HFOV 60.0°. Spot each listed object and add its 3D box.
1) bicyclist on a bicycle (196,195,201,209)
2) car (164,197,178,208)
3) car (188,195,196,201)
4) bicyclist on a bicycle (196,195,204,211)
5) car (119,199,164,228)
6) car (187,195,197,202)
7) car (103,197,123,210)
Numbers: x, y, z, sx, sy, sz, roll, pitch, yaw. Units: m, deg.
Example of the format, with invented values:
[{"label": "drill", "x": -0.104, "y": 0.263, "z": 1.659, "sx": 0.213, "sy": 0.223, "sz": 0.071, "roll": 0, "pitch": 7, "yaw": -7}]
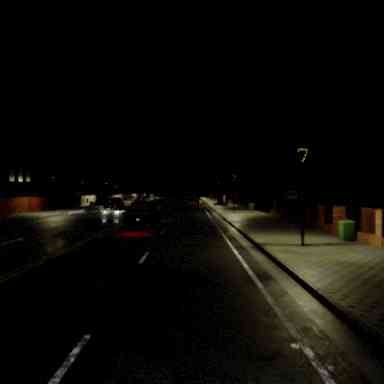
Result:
[{"label": "bicyclist on a bicycle", "x": 0.885, "y": 1.343, "z": 44.627, "sx": 0.659, "sy": 1.776, "sz": 1.843, "roll": 0, "pitch": 0, "yaw": 0}, {"label": "car", "x": -3.157, "y": 1.449, "z": 47.900, "sx": 1.882, "sy": 1.535, "sz": 5.008, "roll": 0, "pitch": 0, "yaw": 0}, {"label": "car", "x": -0.015, "y": 1.488, "z": 83.538, "sx": 1.812, "sy": 1.442, "sz": 4.674, "roll": 0, "pitch": 0, "yaw": 0}, {"label": "bicyclist on a bicycle", "x": 0.879, "y": 1.411, "z": 36.350, "sx": 0.866, "sy": 1.612, "sz": 1.509, "roll": 0, "pitch": -1, "yaw": 0}, {"label": "car", "x": -3.153, "y": 1.454, "z": 21.762, "sx": 1.882, "sy": 1.535, "sz": 5.008, "roll": 0, "pitch": 0, "yaw": 0}, {"label": "car", "x": -0.013, "y": 1.491, "z": 73.040, "sx": 2.128, "sy": 1.511, "sz": 4.902, "roll": 0, "pitch": 0, "yaw": 0}, {"label": "car", "x": -9.841, "y": 1.478, "z": 42.095, "sx": 1.837, "sy": 1.490, "sz": 4.892, "roll": 0, "pitch": 0, "yaw": 0}]
